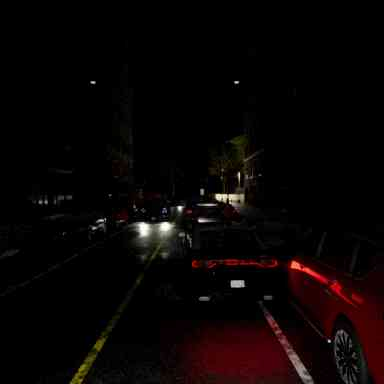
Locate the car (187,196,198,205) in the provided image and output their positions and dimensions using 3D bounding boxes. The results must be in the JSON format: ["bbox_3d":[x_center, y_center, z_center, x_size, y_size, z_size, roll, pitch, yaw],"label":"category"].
[{"bbox_3d":[0.134,1.545,59.779,1.812,1.442,4.674,0,0,0],"label":"car"}]

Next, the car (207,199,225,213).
[{"bbox_3d":[2.722,1.529,38.316,1.752,1.417,4.829,0,0,0],"label":"car"}]

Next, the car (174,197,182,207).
[{"bbox_3d":[-2.632,1.520,52.180,1.837,1.490,4.892,0,-1,0],"label":"car"}]

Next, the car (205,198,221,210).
[{"bbox_3d":[2.734,1.552,43.664,1.887,1.381,4.507,0,0,0],"label":"car"}]

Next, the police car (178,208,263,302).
[{"bbox_3d":[0.693,1.425,8.482,1.930,1.638,5.238,0,0,-3],"label":"police car"}]

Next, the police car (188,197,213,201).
[{"bbox_3d":[0.878,1.424,24.518,1.930,1.638,5.238,0,0,0],"label":"police car"}]

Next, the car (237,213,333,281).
[{"bbox_3d":[2.655,1.525,10.722,1.752,1.417,4.829,0,0,0],"label":"car"}]

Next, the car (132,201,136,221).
[{"bbox_3d":[-5.328,1.565,27.124,1.947,1.339,4.313,0,0,0],"label":"car"}]

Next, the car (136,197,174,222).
[{"bbox_3d":[-2.792,1.351,26.240,2.097,1.767,4.553,0,0,0],"label":"car"}]

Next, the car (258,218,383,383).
[{"bbox_3d":[2.646,1.315,5.036,2.192,1.841,5.009,0,0,0],"label":"car"}]

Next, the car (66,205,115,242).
[{"bbox_3d":[-5.354,1.550,16.086,2.008,1.369,4.403,0,0,0],"label":"car"}]

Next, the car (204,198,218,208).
[{"bbox_3d":[2.747,1.593,49.182,1.802,1.307,4.206,0,0,0],"label":"car"}]

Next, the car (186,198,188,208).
[{"bbox_3d":[0.105,1.609,45.620,1.895,1.301,4.718,0,0,0],"label":"car"}]

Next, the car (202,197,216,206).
[{"bbox_3d":[2.759,1.581,54.700,1.947,1.339,4.313,0,0,0],"label":"car"}]

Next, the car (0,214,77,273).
[{"bbox_3d":[-5.366,1.581,10.567,1.802,1.307,4.206,0,0,0],"label":"car"}]

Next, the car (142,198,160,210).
[{"bbox_3d":[-5.292,1.532,43.509,1.752,1.417,4.829,0,0,0],"label":"car"}]

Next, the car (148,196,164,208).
[{"bbox_3d":[-5.279,1.451,49.198,1.967,1.590,4.097,0,0,0],"label":"car"}]

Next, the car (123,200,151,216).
[{"bbox_3d":[-5.316,1.551,32.642,2.008,1.369,4.403,0,0,0],"label":"car"}]

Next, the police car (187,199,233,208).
[{"bbox_3d":[0.864,1.424,18.518,1.930,1.638,5.238,0,0,0],"label":"police car"}]

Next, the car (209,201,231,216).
[{"bbox_3d":[2.709,1.582,32.627,1.802,1.307,4.206,0,0,0],"label":"car"}]

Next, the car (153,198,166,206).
[{"bbox_3d":[-5.266,1.597,54.717,1.802,1.307,4.206,0,0,0],"label":"car"}]

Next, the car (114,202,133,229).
[{"bbox_3d":[-5.341,1.543,21.605,1.887,1.381,4.507,0,0,0],"label":"car"}]

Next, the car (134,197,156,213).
[{"bbox_3d":[-5.304,1.443,38.161,1.967,1.590,4.097,0,0,0],"label":"car"}]
